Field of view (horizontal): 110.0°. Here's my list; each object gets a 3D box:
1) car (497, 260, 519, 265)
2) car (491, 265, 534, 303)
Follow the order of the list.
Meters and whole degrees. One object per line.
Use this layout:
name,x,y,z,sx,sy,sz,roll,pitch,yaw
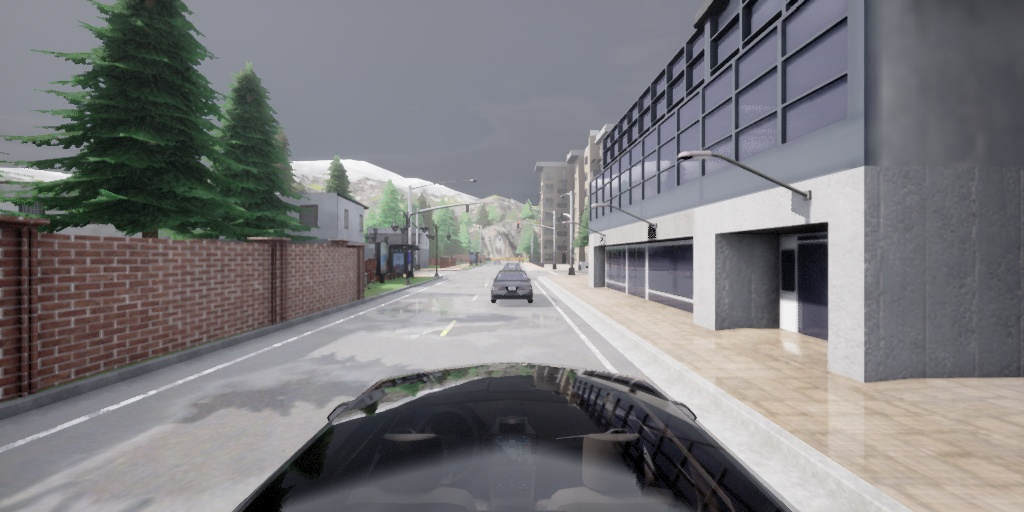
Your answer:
car,0.000,1.312,31.500,2.033,1.411,5.357,0,0,0
car,0.000,1.312,16.500,2.033,1.411,5.357,0,0,0
